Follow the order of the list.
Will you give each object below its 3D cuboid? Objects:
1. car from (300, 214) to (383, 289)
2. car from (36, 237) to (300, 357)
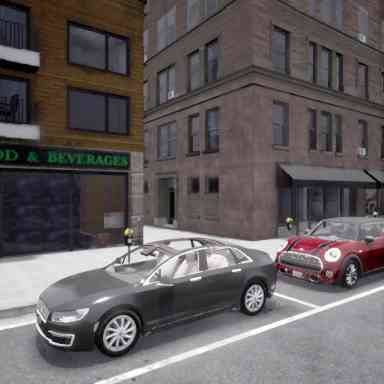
[{"bbox_3d":[4.146,1.442,9.115,4.097,1.590,1.967,0,0,-35],"label":"car"},{"bbox_3d":[-0.357,1.551,5.924,4.403,1.369,2.008,0,0,-35],"label":"car"}]
